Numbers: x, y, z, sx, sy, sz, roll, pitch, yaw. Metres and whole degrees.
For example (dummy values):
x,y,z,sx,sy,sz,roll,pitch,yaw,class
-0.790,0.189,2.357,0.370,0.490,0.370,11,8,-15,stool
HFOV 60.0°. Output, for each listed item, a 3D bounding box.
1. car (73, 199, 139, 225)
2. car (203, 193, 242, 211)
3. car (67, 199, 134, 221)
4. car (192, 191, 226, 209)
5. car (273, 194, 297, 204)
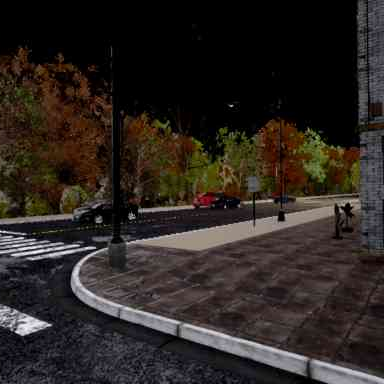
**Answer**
x,y,z,sx,sy,sz,roll,pitch,yaw,class
-5.859,1.355,23.057,1.837,1.490,4.892,-1,0,36,car
3.643,1.193,35.967,1.837,1.490,4.892,-1,0,36,car
-7.186,1.363,26.738,2.128,1.511,4.902,-1,0,36,car
2.316,0.931,39.641,2.150,2.045,5.566,-1,0,36,car
14.008,1.054,49.899,2.033,1.411,5.357,-1,0,36,car
